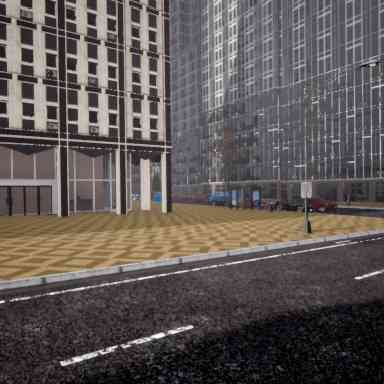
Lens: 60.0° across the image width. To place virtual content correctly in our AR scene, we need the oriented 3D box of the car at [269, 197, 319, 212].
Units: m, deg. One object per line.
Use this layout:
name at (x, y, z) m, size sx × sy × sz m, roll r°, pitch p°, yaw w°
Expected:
car at (10.728, 1.424, 35.171) m, size 1.947 × 1.339 × 4.313 m, roll 0°, pitch 1°, yaw -34°

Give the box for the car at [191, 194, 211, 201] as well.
car at (1.698, 1.043, 63.426) m, size 1.802 × 1.307 × 4.206 m, roll 0°, pitch 1°, yaw -34°

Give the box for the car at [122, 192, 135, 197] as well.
car at (-17.567, 0.688, 91.565) m, size 2.008 × 1.369 × 4.403 m, roll 0°, pitch 1°, yaw -34°

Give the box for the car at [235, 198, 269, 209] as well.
car at (7.531, 1.388, 39.873) m, size 1.802 × 1.307 × 4.206 m, roll 0°, pitch 1°, yaw -34°

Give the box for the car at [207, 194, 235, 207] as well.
car at (4.369, 1.319, 44.595) m, size 1.947 × 1.339 × 4.313 m, roll 0°, pitch 1°, yaw -34°

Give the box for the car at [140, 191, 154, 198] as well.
car at (-11.146, 0.686, 82.184) m, size 1.967 × 1.590 × 4.097 m, roll 0°, pitch 1°, yaw -34°

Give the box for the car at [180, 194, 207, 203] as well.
car at (0.022, 1.206, 55.665) m, size 1.895 × 1.301 × 4.718 m, roll -1°, pitch 1°, yaw -34°

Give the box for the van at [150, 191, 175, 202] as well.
van at (-5.218, 0.937, 58.691) m, size 1.690 × 1.788 × 3.998 m, roll 0°, pitch 1°, yaw -34°

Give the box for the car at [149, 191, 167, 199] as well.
car at (-7.935, 0.615, 77.493) m, size 2.192 × 1.841 × 5.009 m, roll 0°, pitch 1°, yaw -34°

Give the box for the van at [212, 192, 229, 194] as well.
van at (4.907, 0.855, 58.733) m, size 1.690 × 1.788 × 3.998 m, roll 0°, pitch 1°, yaw -34°

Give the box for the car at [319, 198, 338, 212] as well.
car at (13.340, 1.298, 36.155) m, size 1.882 × 1.535 × 5.008 m, roll -1°, pitch 1°, yaw -34°

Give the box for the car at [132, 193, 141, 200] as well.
car at (-11.639, 1.039, 68.073) m, size 2.008 × 1.369 × 4.403 m, roll 0°, pitch 1°, yaw -34°

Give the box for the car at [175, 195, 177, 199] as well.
car at (-4.724, 0.936, 72.806) m, size 1.802 × 1.307 × 4.206 m, roll 0°, pitch 1°, yaw -34°
